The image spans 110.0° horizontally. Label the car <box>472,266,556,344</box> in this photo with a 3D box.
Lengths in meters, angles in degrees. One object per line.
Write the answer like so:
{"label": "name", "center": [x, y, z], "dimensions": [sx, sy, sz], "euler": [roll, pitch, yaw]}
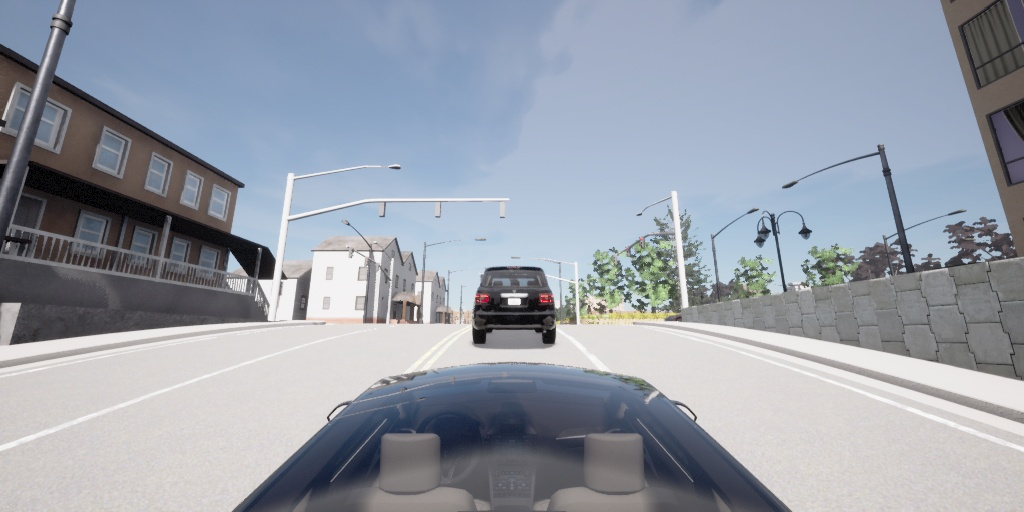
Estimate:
{"label": "car", "center": [0.059, 1.499, 11.144], "dimensions": [2.150, 2.045, 5.566], "euler": [0, -7, 0]}

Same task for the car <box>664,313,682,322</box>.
{"label": "car", "center": [15.854, 5.445, 31.695], "dimensions": [4.553, 1.767, 2.097], "euler": [0, -12, 1]}
